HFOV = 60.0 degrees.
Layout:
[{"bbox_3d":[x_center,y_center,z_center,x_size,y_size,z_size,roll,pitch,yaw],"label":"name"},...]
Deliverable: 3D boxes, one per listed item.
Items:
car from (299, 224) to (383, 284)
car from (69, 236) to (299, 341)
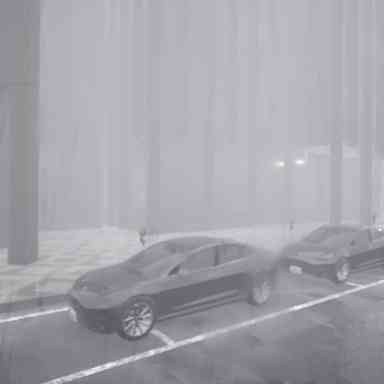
[{"bbox_3d":[4.450,1.645,9.833,4.313,1.339,1.947,1,0,-36],"label":"car"},{"bbox_3d":[-0.121,1.598,6.566,4.313,1.339,1.947,1,0,-36],"label":"car"}]
